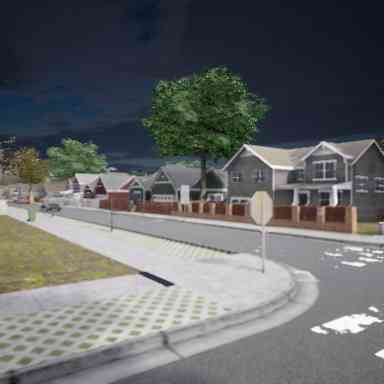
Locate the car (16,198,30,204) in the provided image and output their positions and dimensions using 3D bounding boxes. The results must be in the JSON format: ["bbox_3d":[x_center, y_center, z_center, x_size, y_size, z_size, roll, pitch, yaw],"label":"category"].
[{"bbox_3d":[-40.463,2.294,80.491,1.994,1.385,4.181,1,-1,-35],"label":"car"}]

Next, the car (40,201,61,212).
[{"bbox_3d":[-19.681,1.968,46.199,2.033,1.411,5.357,1,-1,-35],"label":"car"}]
